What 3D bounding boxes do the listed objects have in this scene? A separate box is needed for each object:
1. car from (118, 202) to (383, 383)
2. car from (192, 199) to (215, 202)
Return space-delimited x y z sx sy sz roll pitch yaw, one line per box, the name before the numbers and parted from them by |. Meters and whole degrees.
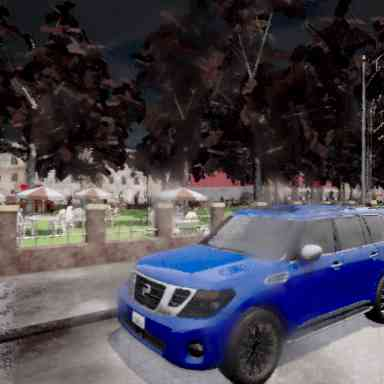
car | 1.585 1.271 5.742 5.566 2.045 2.150 1 -1 -36
car | 2.226 1.760 61.659 4.553 1.767 2.097 1 0 -36
